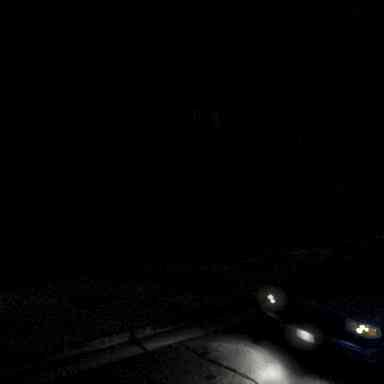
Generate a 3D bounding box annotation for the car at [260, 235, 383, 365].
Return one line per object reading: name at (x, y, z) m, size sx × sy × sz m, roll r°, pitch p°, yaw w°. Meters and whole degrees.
car at (3.682, 1.537, 6.011) m, size 5.357 × 1.411 × 2.033 m, roll 0°, pitch 0°, yaw -36°
